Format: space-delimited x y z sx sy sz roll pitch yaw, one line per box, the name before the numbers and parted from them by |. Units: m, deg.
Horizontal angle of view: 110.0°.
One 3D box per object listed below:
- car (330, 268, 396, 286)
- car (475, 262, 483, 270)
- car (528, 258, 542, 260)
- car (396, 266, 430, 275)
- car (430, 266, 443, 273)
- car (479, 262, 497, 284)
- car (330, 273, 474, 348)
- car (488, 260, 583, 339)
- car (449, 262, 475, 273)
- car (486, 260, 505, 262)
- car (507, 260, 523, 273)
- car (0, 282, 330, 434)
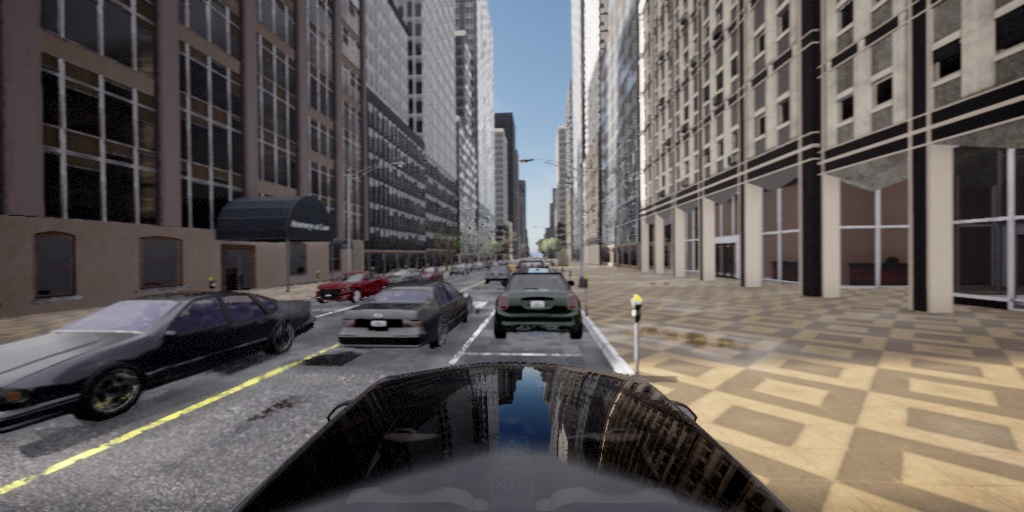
car | -7.530 1.411 17.313 1.888 1.381 4.507 0 0 4
car | -4.897 1.501 51.313 2.007 1.370 4.403 0 0 4
car | 1.264 1.119 22.333 2.192 1.841 5.009 0 0 4
car | -7.092 1.431 22.980 2.007 1.370 4.403 0 0 4
car | -6.653 1.477 28.647 1.802 1.307 4.207 0 0 4
car | -0.911 1.389 27.839 2.033 1.411 5.357 -1 0 4
car | -2.346 1.342 9.344 2.033 1.411 5.357 -1 0 4
car | 0.748 1.123 10.288 2.097 1.767 4.553 -1 0 4
car | -5.775 1.473 39.980 2.007 1.370 4.403 0 0 4
car | -2.363 1.437 49.270 1.882 1.535 5.008 -1 0 4
car | 0.437 1.345 46.577 1.801 1.575 5.366 -1 0 4
car | -5.796 1.363 6.270 2.033 1.411 5.357 -1 0 4
